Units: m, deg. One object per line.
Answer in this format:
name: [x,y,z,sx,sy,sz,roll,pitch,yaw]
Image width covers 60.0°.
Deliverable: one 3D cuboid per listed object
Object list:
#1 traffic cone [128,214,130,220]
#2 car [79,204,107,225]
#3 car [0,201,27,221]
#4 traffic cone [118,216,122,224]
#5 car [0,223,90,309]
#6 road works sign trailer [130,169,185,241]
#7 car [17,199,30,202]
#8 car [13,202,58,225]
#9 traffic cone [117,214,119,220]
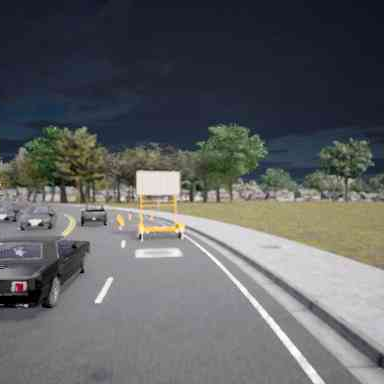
traffic cone: [-5.602,2.194,30.030,0.340,0.580,0.340,0,0,-15]
car: [-7.655,1.709,25.808,2.128,1.511,4.902,0,0,-18]
car: [-15.432,1.767,27.741,2.128,1.511,4.902,0,-1,-22]
traffic cone: [-4.986,2.146,23.979,0.340,0.580,0.340,0,0,-15]
car: [-3.746,1.667,7.855,1.895,1.301,4.718,0,0,-6]
road works sign trailer: [-1.802,0.596,17.612,2.380,3.560,2.880,0,0,-16]
car: [-29.528,1.966,57.962,2.097,1.767,4.553,0,0,-34]
car: [-10.149,1.693,22.307,2.128,1.511,4.902,0,-1,-17]
traffic cone: [-5.512,2.163,25.908,0.340,0.580,0.340,0,0,-15]
